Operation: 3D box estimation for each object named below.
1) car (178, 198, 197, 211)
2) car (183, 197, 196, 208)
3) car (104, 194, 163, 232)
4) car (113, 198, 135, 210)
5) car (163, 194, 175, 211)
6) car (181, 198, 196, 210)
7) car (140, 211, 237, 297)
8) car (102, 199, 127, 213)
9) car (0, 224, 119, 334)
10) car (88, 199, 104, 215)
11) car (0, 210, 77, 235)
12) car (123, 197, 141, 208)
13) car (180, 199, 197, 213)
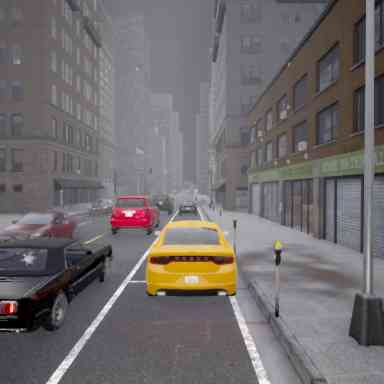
[{"bbox_3d":[-0.393,1.565,33.084,1.947,1.339,4.313,-1,0,0],"label":"car"},{"bbox_3d":[-0.394,1.550,49.600,1.887,1.381,4.507,-1,0,0],"label":"car"},{"bbox_3d":[-3.146,1.220,19.260,2.150,2.045,5.566,0,0,0],"label":"car"},{"bbox_3d":[-8.918,1.554,44.095,2.008,1.369,4.403,-1,0,0],"label":"car"},{"bbox_3d":[-3.051,1.224,34.193,2.150,2.045,5.566,0,0,0],"label":"car"},{"bbox_3d":[-0.393,1.548,44.094,1.887,1.381,4.507,-1,0,0],"label":"car"},{"bbox_3d":[-0.005,1.476,8.651,1.882,1.535,5.008,0,0,0],"label":"car"},{"bbox_3d":[-8.918,1.567,38.589,1.947,1.339,4.313,-1,0,0],"label":"car"},{"bbox_3d":[-3.041,1.599,6.784,1.895,1.301,4.718,0,0,1],"label":"car"},{"bbox_3d":[-8.920,1.440,33.084,1.967,1.590,4.097,-1,0,0],"label":"car"},{"bbox_3d":[-6.245,1.523,13.912,1.812,1.442,4.674,0,0,0],"label":"car"},{"bbox_3d":[-8.918,1.550,49.600,1.887,1.381,4.507,-1,0,0],"label":"car"},{"bbox_3d":[-0.393,1.546,38.589,1.887,1.381,4.507,-1,0,0],"label":"car"}]
